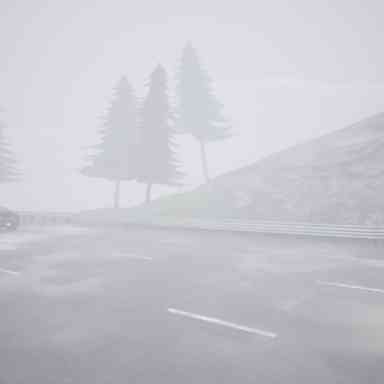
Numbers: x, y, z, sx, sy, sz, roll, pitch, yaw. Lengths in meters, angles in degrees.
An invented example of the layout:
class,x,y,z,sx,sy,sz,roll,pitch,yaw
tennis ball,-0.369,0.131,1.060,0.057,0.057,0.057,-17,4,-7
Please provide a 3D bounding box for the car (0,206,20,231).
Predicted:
class,x,y,z,sx,sy,sz,roll,pitch,yaw
car,-12.296,1.557,19.687,4.892,1.490,1.837,0,0,29
